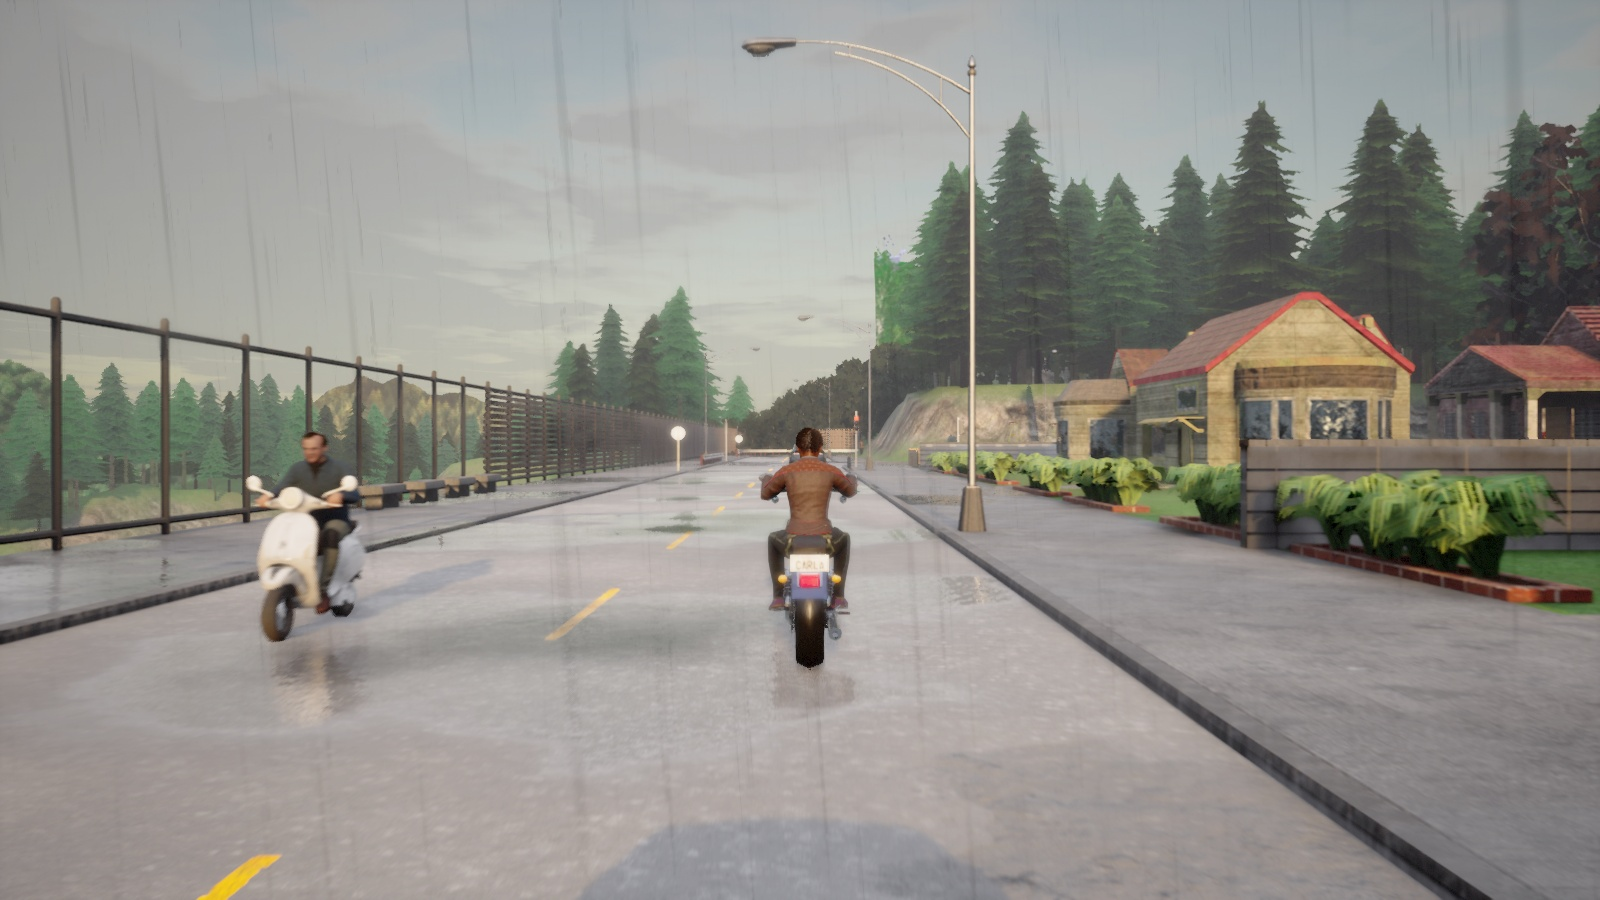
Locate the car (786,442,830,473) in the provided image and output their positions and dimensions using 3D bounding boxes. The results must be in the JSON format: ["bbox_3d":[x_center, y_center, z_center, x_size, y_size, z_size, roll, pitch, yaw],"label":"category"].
[{"bbox_3d":[0.385,0.348,62.987,2.128,1.511,4.902,0,0,0],"label":"car"}]

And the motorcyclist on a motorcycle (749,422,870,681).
[{"bbox_3d":[0.067,0.645,9.173,0.766,1.649,2.350,0,0,0],"label":"motorcyclist on a motorcycle"}]

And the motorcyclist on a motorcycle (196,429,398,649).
[{"bbox_3d":[-3.928,0.640,9.983,0.866,1.590,1.817,0,0,0],"label":"motorcyclist on a motorcycle"}]
